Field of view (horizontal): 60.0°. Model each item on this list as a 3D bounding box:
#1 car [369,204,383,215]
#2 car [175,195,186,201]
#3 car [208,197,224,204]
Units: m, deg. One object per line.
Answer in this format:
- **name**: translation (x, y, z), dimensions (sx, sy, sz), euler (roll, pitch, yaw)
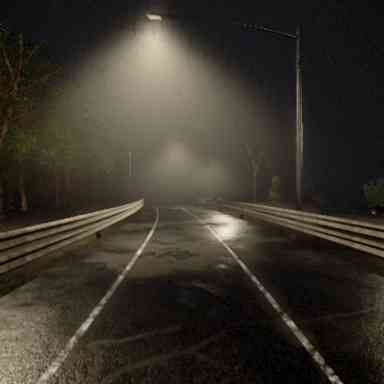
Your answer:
- **car**: translation (22.081, 1.795, 36.572), dimensions (1.882, 1.535, 5.008), euler (0, 0, -26)
- **car**: translation (-2.923, 1.572, 88.242), dimensions (2.097, 1.767, 4.553), euler (0, 0, -26)
- **car**: translation (5.047, 1.734, 71.773), dimensions (2.128, 1.511, 4.902), euler (0, 0, -26)
